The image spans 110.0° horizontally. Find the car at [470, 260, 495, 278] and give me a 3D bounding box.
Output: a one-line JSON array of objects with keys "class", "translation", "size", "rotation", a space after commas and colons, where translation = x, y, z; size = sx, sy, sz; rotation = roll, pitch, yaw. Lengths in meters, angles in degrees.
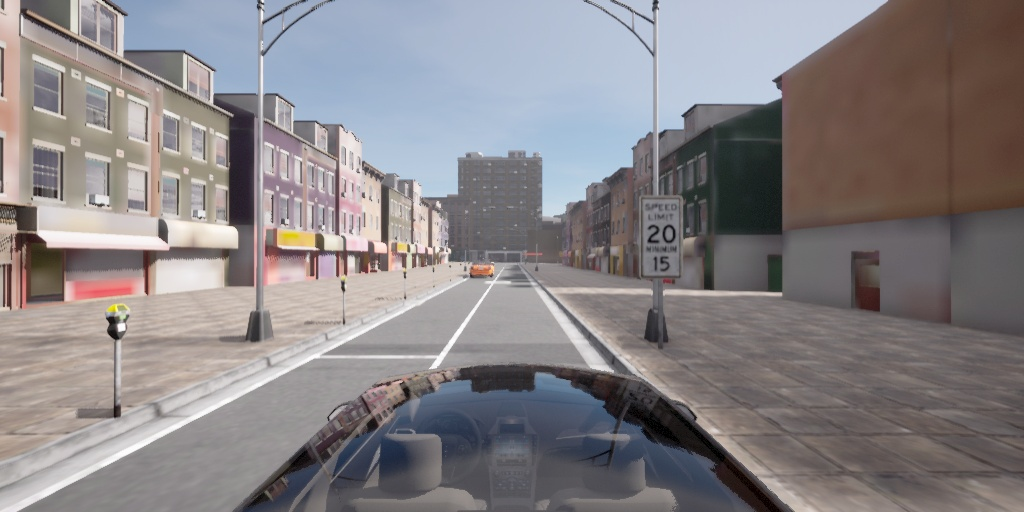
[{"class": "car", "translation": [-2.750, 1.116, 34.015], "size": [2.097, 1.767, 4.553], "rotation": [0, 0, 0]}]
